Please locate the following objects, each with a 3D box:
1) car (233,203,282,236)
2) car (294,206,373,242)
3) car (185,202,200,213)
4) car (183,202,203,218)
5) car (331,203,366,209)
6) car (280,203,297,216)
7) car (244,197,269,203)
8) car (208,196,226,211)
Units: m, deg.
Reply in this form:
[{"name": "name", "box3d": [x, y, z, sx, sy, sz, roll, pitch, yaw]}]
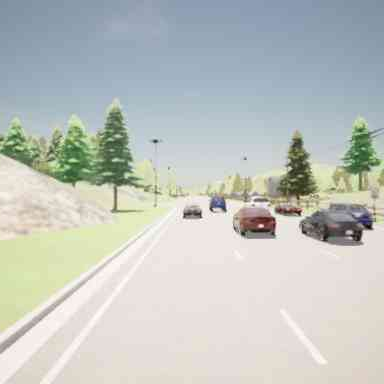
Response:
[{"name": "car", "box3d": [3.577, 1.641, 19.719, 1.882, 1.535, 5.008, 0, 0, 0]}, {"name": "car", "box3d": [7.082, 1.663, 17.259, 1.812, 1.442, 4.674, 0, 0, 0]}, {"name": "car", "box3d": [0.045, 1.972, 43.517, 1.895, 1.301, 4.718, 0, 0, 0]}, {"name": "car", "box3d": [0.057, 1.885, 33.286, 1.895, 1.301, 4.718, 0, 0, 0]}, {"name": "car", "box3d": [10.566, 1.535, 23.272, 2.097, 1.767, 4.553, 0, 0, 0]}, {"name": "car", "box3d": [10.553, 1.899, 36.840, 1.895, 1.301, 4.718, 0, 0, 0]}, {"name": "car", "box3d": [7.052, 1.523, 36.378, 2.150, 2.045, 5.566, 0, 0, 0]}, {"name": "car", "box3d": [3.539, 1.613, 46.560, 2.150, 2.045, 5.566, 0, -1, 0]}]
